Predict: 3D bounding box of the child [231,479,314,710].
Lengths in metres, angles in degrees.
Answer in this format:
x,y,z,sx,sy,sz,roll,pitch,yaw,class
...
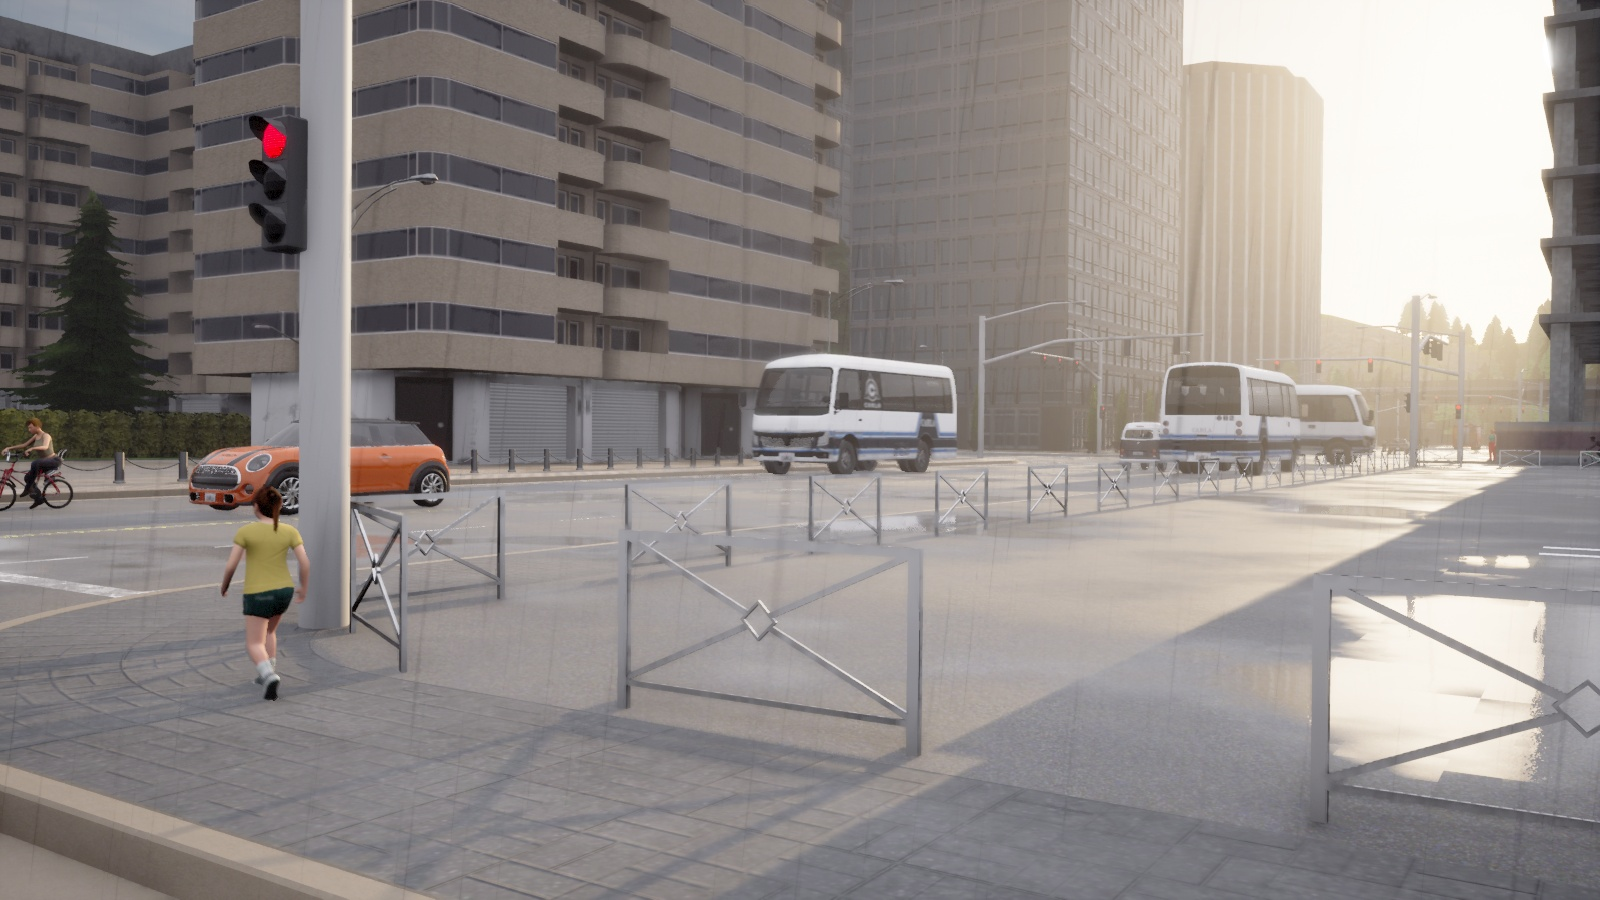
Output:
x,y,z,sx,sy,sz,roll,pitch,yaw,class
-2.658,0.708,6.327,0.255,1.110,0.394,-1,1,-42,child

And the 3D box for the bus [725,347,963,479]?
x,y,z,sx,sy,sz,roll,pitch,yaw,class
1.921,-1.288,45.833,3.944,4.253,10.273,0,1,33,bus

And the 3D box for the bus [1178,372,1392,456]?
x,y,z,sx,sy,sz,roll,pitch,yaw,class
26.184,-1.842,68.018,10.273,4.253,3.944,0,1,32,bus

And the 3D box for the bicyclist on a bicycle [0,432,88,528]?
x,y,z,sx,sy,sz,roll,pitch,yaw,class
-13.460,0.490,21.949,0.866,1.612,1.509,0,1,33,bicyclist on a bicycle

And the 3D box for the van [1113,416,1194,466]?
x,y,z,sx,sy,sz,roll,pitch,yaw,class
15.001,-0.407,53.198,2.069,2.038,4.480,0,1,33,van

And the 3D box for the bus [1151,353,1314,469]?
x,y,z,sx,sy,sz,roll,pitch,yaw,class
17.821,-1.504,51.114,3.944,4.253,10.273,0,1,33,bus

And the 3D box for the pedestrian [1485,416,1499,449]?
x,y,z,sx,sy,sz,roll,pitch,yaw,class
39.430,-1.006,71.563,0.594,1.836,0.345,-1,1,-17,pedestrian

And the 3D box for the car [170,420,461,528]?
x,y,z,sx,sy,sz,roll,pitch,yaw,class
-8.683,0.356,22.910,2.097,1.767,4.553,0,1,33,car
